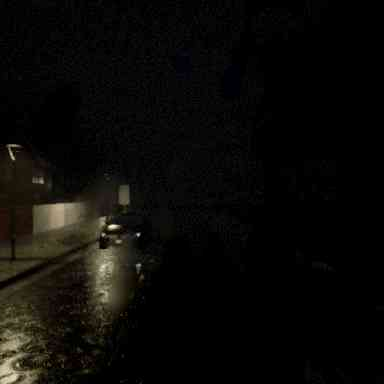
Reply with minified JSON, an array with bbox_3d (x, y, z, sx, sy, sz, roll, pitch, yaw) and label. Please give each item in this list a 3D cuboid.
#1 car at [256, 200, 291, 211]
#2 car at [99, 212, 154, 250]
[{"bbox_3d":[11.566,1.975,47.136,4.892,1.490,1.837,0,-1,0],"label":"car"},{"bbox_3d":[-2.851,1.695,15.287,1.812,1.442,4.674,0,-1,0],"label":"car"}]
